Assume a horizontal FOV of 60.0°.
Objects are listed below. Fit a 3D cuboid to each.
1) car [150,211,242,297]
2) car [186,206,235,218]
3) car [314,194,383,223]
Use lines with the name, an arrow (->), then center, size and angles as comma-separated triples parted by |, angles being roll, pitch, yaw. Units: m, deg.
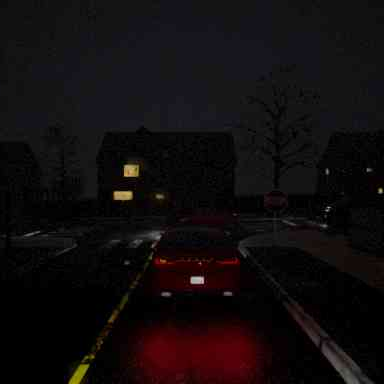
car -> 0.036, 1.476, 8.602 | 1.882, 1.535, 5.008 | 0, 0, -1
car -> 0.552, 1.507, 19.216 | 4.181, 1.385, 1.994 | -1, 1, -33
car -> 10.506, 1.034, 21.921 | 4.553, 1.767, 2.097 | -1, 1, -1
